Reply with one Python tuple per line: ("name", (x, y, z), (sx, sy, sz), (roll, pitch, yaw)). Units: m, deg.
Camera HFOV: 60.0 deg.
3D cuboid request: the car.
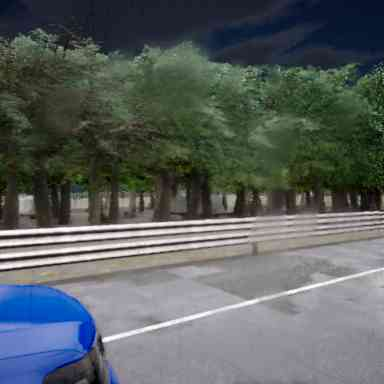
("car", (-3.112, 1.209, 1.517), (5.566, 2.045, 2.150), (0, 0, -36))
